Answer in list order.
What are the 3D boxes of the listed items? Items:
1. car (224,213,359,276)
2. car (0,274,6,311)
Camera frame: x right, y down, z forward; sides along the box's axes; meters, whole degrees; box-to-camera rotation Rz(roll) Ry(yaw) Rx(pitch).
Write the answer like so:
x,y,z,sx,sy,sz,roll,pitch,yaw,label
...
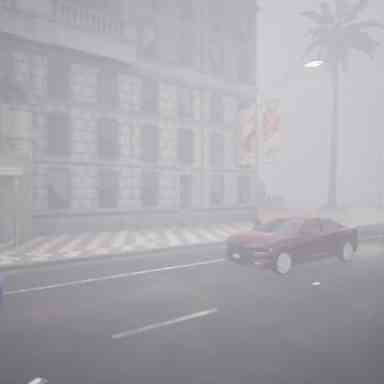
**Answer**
x,y,z,sx,sy,sz,roll,pitch,yaw,label
3.265,1.476,10.551,5.008,1.535,1.882,0,0,-35,car
-5.365,1.481,4.456,5.008,1.535,1.882,0,0,-35,car
